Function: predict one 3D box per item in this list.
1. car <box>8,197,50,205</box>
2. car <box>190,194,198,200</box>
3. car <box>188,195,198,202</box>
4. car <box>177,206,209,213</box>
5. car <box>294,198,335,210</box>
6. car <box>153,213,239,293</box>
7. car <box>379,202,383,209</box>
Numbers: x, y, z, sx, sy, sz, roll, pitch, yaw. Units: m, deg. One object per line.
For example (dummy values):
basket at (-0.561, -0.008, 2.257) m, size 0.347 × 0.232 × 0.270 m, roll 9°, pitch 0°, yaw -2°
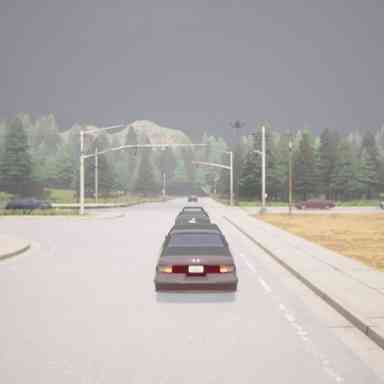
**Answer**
car at (-18.043, 1.379, 37.114) m, size 4.553 × 1.767 × 2.097 m, roll 0°, pitch 0°, yaw 1°
car at (0.620, 1.390, 91.817) m, size 1.994 × 1.385 × 4.181 m, roll 0°, pitch 0°, yaw 2°
car at (0.092, 1.470, 72.476) m, size 1.895 × 1.301 × 4.718 m, roll 0°, pitch 0°, yaw 1°
car at (0.065, 1.529, 19.554) m, size 1.994 × 1.385 × 4.181 m, roll 0°, pitch 0°, yaw 1°
car at (14.761, 1.433, 40.185) m, size 4.674 × 1.442 × 1.812 m, roll 0°, pitch 0°, yaw 1°
car at (0.084, 1.535, 8.947) m, size 2.033 × 1.411 × 5.357 m, roll 0°, pitch 0°, yaw 0°
car at (25.040, 1.398, 39.991) m, size 4.674 × 1.442 × 1.812 m, roll 0°, pitch 0°, yaw 1°
